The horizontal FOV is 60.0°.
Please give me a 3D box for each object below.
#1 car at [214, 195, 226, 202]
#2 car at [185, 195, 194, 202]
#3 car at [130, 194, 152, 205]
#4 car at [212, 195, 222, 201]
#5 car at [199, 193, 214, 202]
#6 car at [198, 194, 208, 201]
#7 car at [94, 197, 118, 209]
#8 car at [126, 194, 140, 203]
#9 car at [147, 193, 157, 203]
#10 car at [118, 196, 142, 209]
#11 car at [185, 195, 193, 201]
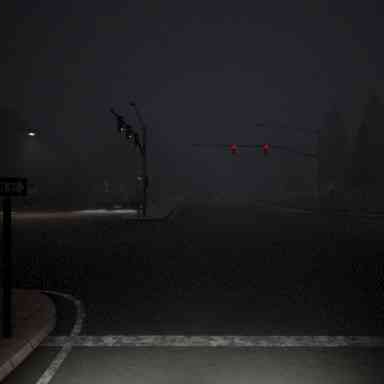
[{"bbox_3d":[6.403,1.524,73.534,1.812,1.442,4.674,0,0,-1],"label":"car"},{"bbox_3d":[-0.590,1.478,73.054,1.882,1.535,5.008,0,0,-1],"label":"car"},{"bbox_3d":[-8.403,1.548,54.765,2.033,1.411,5.357,0,0,-1],"label":"car"},{"bbox_3d":[6.249,1.482,83.610,2.128,1.511,4.902,0,0,-1],"label":"car"},{"bbox_3d":[2.911,1.225,73.019,2.150,2.045,5.566,0,0,-1],"label":"car"},{"bbox_3d":[2.749,1.319,83.541,2.097,1.767,4.553,0,0,-1],"label":"car"},{"bbox_3d":[-11.762,1.601,44.990,1.895,1.301,4.718,0,0,-1],"label":"car"},{"bbox_3d":[-12.018,1.351,68.173,2.097,1.767,4.553,0,0,-1],"label":"car"},{"bbox_3d":[-8.530,1.222,69.011,2.150,2.045,5.566,0,0,-1],"label":"car"},{"bbox_3d":[-8.263,1.601,45.120,1.895,1.301,4.718,0,0,-1],"label":"car"},{"bbox_3d":[-0.750,1.505,83.492,1.994,1.385,4.181,0,0,-1],"label":"car"}]
